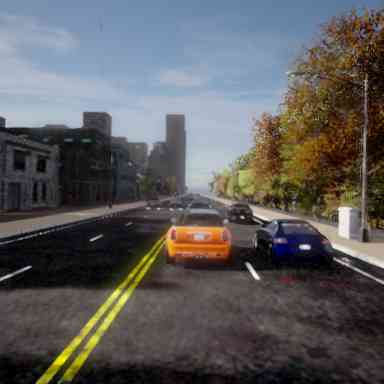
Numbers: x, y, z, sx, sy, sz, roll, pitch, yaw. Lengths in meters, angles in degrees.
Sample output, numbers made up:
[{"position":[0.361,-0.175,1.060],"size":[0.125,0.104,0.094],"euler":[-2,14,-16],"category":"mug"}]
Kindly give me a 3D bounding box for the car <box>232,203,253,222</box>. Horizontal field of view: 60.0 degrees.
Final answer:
[{"position":[3.887,1.655,27.460],"size":[1.837,1.490,4.892],"euler":[1,0,2],"category":"car"}]

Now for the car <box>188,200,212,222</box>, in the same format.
[{"position":[0.680,1.572,28.942],"size":[1.882,1.535,5.008],"euler":[1,0,2],"category":"car"}]

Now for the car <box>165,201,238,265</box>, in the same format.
[{"position":[0.278,1.391,12.102],"size":[2.097,1.767,4.553],"euler":[1,0,2],"category":"car"}]

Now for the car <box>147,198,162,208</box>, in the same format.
[{"position":[-5.498,1.565,49.480],"size":[1.812,1.442,4.674],"euler":[1,0,2],"category":"car"}]

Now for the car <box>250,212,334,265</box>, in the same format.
[{"position":[3.528,1.663,12.185],"size":[1.994,1.385,4.181],"euler":[1,0,2],"category":"car"}]

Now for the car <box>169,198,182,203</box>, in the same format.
[{"position":[-2.258,1.645,49.148],"size":[2.033,1.411,5.357],"euler":[1,0,2],"category":"car"}]
